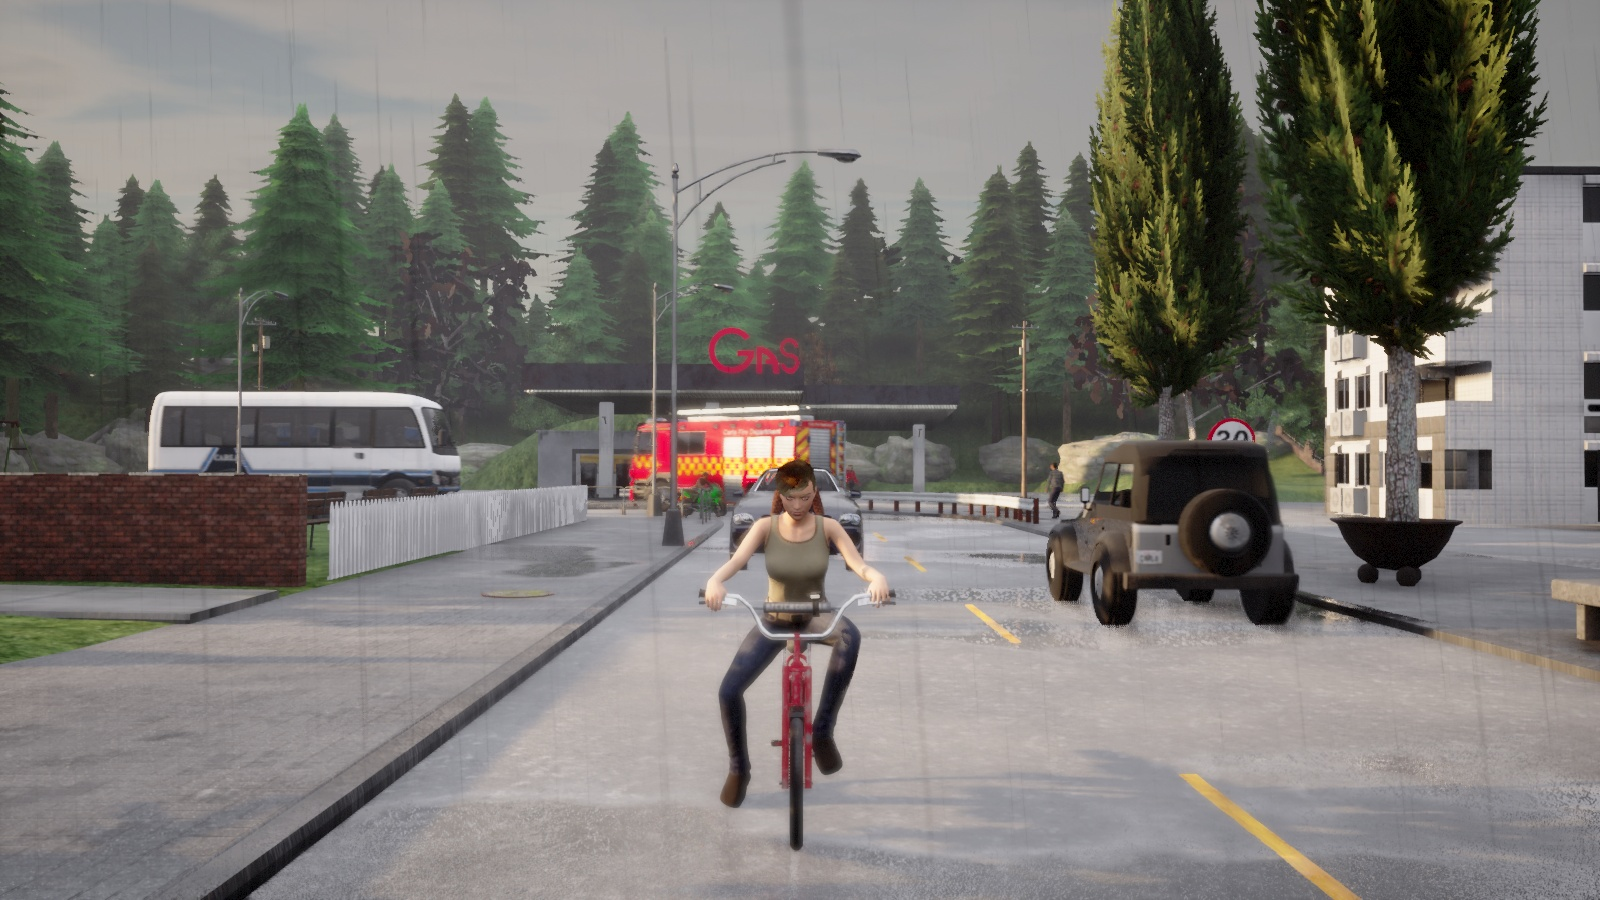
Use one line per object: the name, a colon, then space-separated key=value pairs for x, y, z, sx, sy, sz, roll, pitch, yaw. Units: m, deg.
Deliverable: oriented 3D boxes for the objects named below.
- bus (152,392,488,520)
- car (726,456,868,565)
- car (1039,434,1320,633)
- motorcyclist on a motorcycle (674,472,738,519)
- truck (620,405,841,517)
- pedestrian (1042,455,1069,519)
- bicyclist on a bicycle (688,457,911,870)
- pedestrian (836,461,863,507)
bus: x=-16.545 y=0.242 z=44.019 sx=10.273 sy=4.253 sz=3.944 roll=0 pitch=-1 yaw=0
car: x=-0.043 y=0.955 z=21.602 sx=2.152 sy=1.651 sz=5.027 roll=0 pitch=-1 yaw=0
car: x=3.971 y=0.826 z=13.857 sx=1.905 sy=1.878 sz=3.866 roll=0 pitch=-1 yaw=0
motorcyclist on a motorcycle: x=-3.149 y=1.514 z=42.016 sx=2.044 sy=1.523 sz=0.797 roll=-1 pitch=1 yaw=34
truck: x=-2.718 y=0.444 z=46.651 sx=8.468 sy=3.827 sz=2.891 roll=-1 pitch=-1 yaw=39
pedestrian: x=7.976 y=1.150 z=39.267 sx=0.423 sy=1.949 sz=0.788 roll=0 pitch=-1 yaw=-26
bicyclist on a bicycle: x=-0.007 y=0.846 z=5.678 sx=0.866 sy=1.612 sz=1.509 roll=0 pitch=-1 yaw=0
pedestrian: x=2.003 y=1.364 z=50.637 sx=0.899 sy=1.844 sz=0.634 roll=-1 pitch=-1 yaw=39
